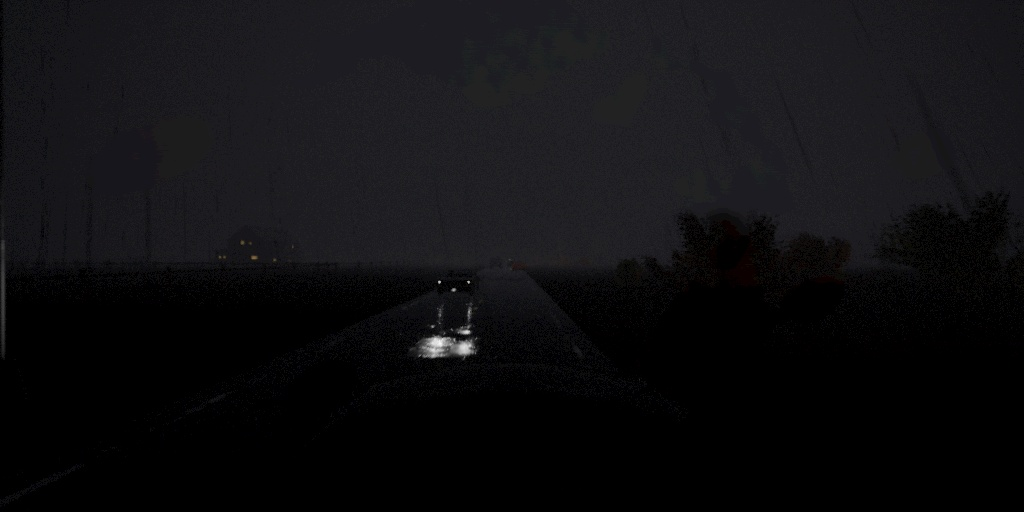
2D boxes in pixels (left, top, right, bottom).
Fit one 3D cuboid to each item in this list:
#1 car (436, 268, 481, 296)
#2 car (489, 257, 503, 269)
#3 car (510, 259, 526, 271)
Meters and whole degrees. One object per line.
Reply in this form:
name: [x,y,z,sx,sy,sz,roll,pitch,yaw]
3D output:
car: [-2.855,1.369,19.814,1.895,1.301,4.718,0,0,0]
car: [-2.795,1.164,62.286,2.150,2.045,5.566,0,0,1]
car: [0.948,1.365,50.719,1.882,1.535,5.008,0,0,0]
